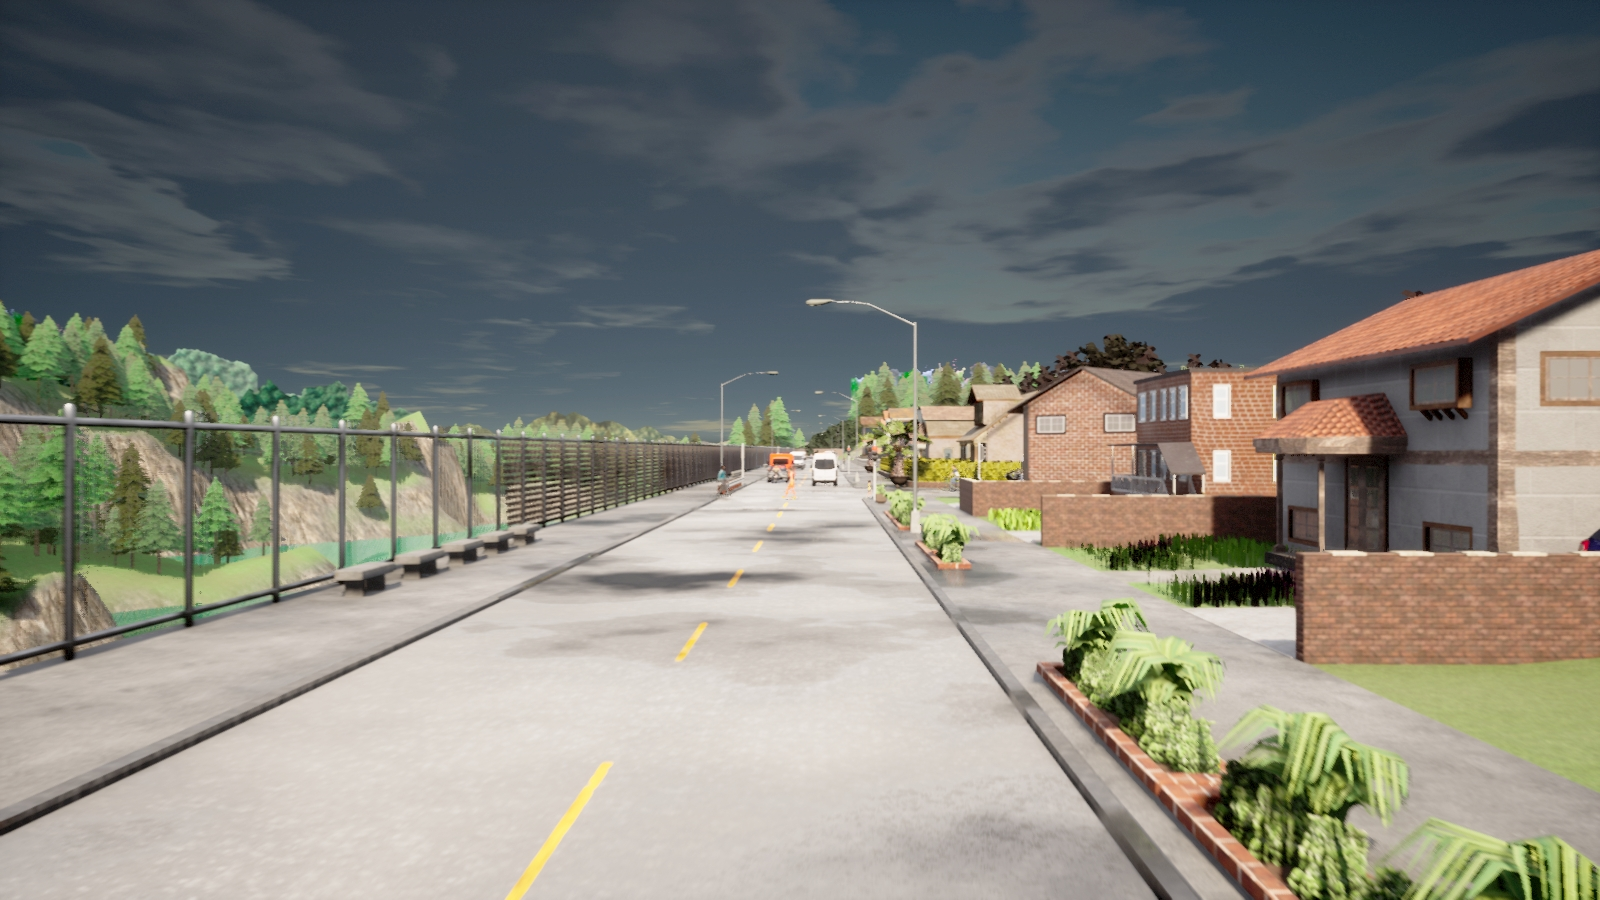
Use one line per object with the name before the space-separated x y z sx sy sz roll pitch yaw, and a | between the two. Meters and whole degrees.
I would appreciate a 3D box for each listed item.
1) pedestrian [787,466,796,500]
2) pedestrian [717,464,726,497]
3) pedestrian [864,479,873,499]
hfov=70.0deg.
pedestrian | -0.470 1.849 64.023 0.375 1.860 0.375 0 0 24
pedestrian | -4.504 1.750 65.257 0.375 1.860 0.375 0 0 26
pedestrian | 3.733 2.127 62.151 0.500 1.100 0.500 0 0 2
